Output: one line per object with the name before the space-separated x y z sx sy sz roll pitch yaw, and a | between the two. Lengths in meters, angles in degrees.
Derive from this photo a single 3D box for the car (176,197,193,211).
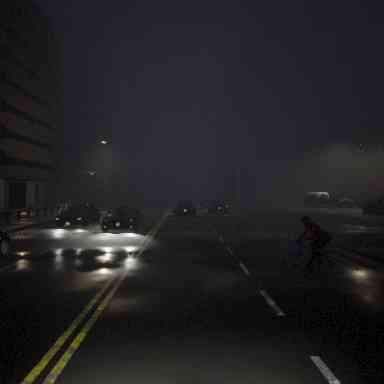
car | -0.950 1.489 42.490 2.128 1.511 4.902 0 0 -1

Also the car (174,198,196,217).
car | -0.653 1.561 30.815 1.994 1.385 4.181 0 0 -1

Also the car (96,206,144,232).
car | -4.032 1.564 19.936 1.994 1.385 4.181 0 0 -1

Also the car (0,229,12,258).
car | -7.324 1.564 10.026 1.994 1.385 4.181 0 0 -1

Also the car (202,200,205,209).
car | 2.413 1.545 44.227 2.033 1.411 5.357 0 0 -1

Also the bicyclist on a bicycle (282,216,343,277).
bicyclist on a bicycle | 3.174 1.447 8.797 1.656 1.620 0.582 -2 0 -1

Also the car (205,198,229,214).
car | 2.699 1.562 34.994 1.994 1.385 4.181 0 0 -1

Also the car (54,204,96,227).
car | -7.648 1.546 22.896 2.033 1.411 5.357 0 0 -2
